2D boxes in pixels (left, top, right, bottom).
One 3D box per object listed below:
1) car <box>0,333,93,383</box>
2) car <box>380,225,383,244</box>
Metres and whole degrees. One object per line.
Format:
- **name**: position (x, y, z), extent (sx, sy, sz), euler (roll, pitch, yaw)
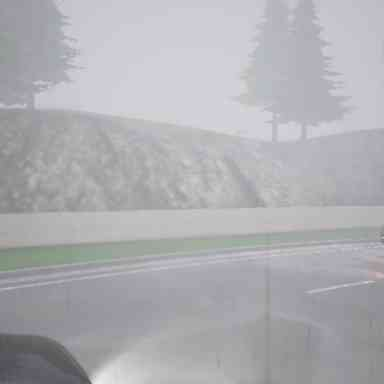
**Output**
- **car**: position (-2.535, 1.534, 1.661), extent (4.181, 1.385, 1.994), euler (0, 1, -37)
- **car**: position (8.996, 1.441, 11.710), extent (4.902, 1.511, 2.128), euler (0, 0, -19)
